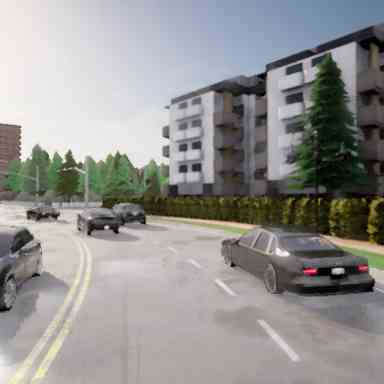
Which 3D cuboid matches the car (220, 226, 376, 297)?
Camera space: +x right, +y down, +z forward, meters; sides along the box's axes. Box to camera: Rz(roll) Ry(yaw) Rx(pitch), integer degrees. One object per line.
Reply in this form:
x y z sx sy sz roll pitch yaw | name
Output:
2.363 1.647 9.051 2.033 1.411 5.357 0 -1 -12 | car

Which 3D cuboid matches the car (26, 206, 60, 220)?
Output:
-14.510 2.021 32.238 1.895 1.301 4.718 0 -1 -41 | car

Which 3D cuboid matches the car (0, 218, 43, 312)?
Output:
-4.792 1.611 7.752 1.837 1.490 4.892 1 -1 -14 | car

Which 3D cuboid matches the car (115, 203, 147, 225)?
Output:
-5.427 1.676 26.373 2.097 1.767 4.553 0 -1 -34 | car

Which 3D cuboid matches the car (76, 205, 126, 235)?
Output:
-5.930 1.766 20.747 1.837 1.490 4.892 0 -1 -29 | car
